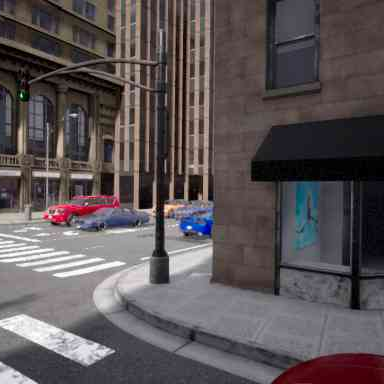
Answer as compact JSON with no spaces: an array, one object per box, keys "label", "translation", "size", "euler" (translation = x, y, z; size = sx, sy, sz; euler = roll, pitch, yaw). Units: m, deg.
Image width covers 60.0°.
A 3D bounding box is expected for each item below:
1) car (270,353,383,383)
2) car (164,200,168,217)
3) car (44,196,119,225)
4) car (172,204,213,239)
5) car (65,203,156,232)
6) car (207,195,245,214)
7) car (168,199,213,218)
[{"label":"car","translation":[2.380,1.545,1.275],"size":[4.507,1.381,1.887],"euler":[0,1,35]},{"label":"car","translation":[-1.862,1.504,31.896],"size":[2.097,1.767,4.553],"euler":[1,0,35]},{"label":"car","translation":[-7.568,1.289,23.761],"size":[2.150,2.045,5.566],"euler":[1,0,35]},{"label":"car","translation":[1.294,1.700,19.075],"size":[1.882,1.535,5.008],"euler":[1,0,35]},{"label":"car","translation":[-5.105,1.658,21.620],"size":[2.033,1.411,5.357],"euler":[1,0,35]},{"label":"car","translation":[4.227,1.465,40.562],"size":[2.150,2.045,5.566],"euler":[1,0,35]},{"label":"car","translation":[0.335,1.544,29.367],"size":[2.097,1.767,4.553],"euler":[1,0,35]}]
